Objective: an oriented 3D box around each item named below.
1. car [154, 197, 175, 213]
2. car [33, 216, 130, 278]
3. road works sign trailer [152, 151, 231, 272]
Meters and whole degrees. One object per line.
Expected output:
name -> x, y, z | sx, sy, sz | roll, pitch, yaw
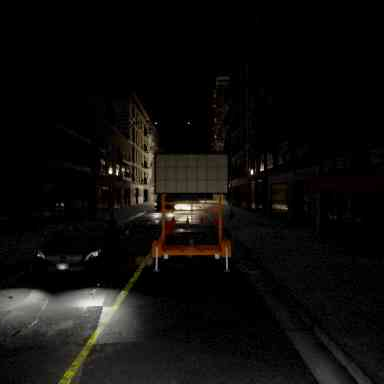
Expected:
car -> -3.037, 1.382, 37.613 | 2.097, 1.767, 4.553 | 0, 0, 0
car -> -3.113, 1.529, 10.322 | 1.812, 1.442, 4.674 | 0, 0, 0
road works sign trailer -> -0.006, 0.467, 10.818 | 2.380, 3.560, 2.880 | 0, 0, 0
